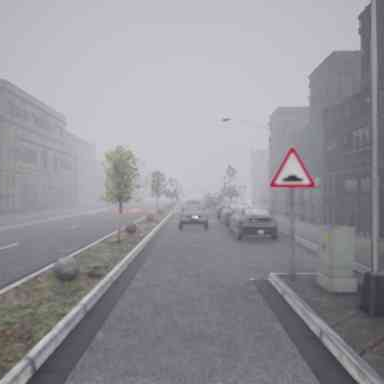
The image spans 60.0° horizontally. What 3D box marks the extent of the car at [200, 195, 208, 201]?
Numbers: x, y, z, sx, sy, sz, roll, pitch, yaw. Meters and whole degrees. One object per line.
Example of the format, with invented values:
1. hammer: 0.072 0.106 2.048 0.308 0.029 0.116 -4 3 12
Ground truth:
1. car: 2.979 1.486 83.253 2.002 1.452 4.674 0 0 0

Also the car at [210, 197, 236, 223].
1. car: 2.991 1.471 28.071 2.163 1.488 4.792 0 0 0

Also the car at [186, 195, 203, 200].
1. car: 0.092 1.445 41.914 1.837 1.490 4.892 0 1 0

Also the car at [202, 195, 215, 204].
1. car: 2.985 1.392 61.040 2.231 1.521 4.892 0 0 0

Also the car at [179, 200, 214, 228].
1. car: 0.090 1.521 21.880 2.033 1.411 5.357 0 0 0

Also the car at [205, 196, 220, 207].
1. car: 2.986 1.432 49.999 2.002 1.452 4.674 0 0 0

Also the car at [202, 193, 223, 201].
1. car: 2.988 1.149 44.511 2.435 2.045 5.566 0 0 0

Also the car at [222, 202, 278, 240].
1. car: 2.994 1.464 16.866 2.231 1.521 4.892 0 0 0
